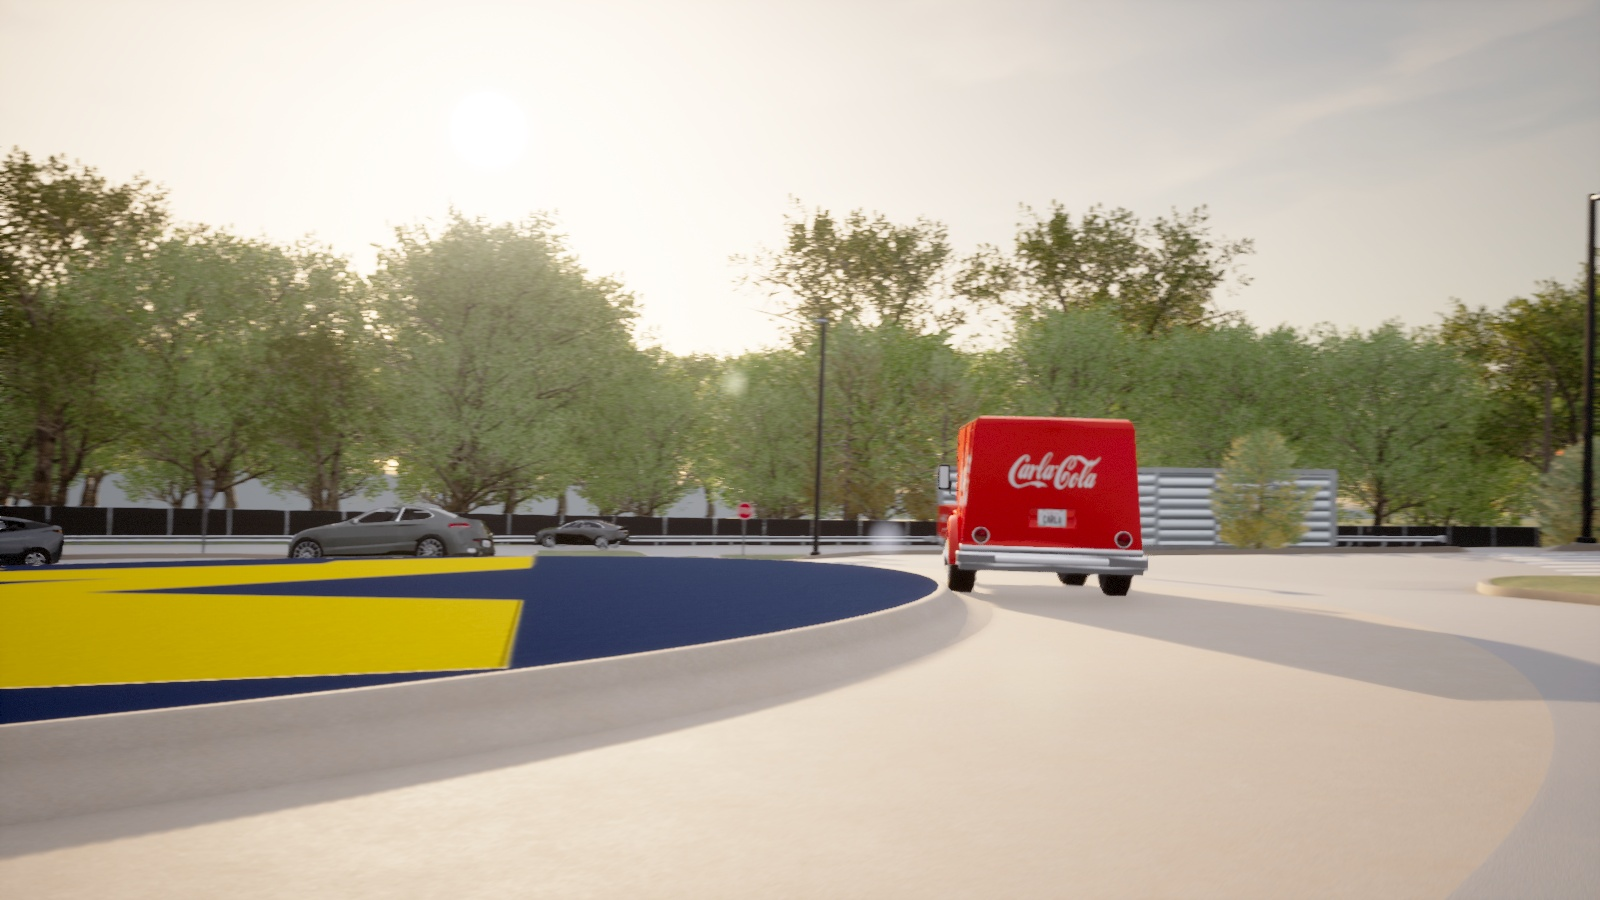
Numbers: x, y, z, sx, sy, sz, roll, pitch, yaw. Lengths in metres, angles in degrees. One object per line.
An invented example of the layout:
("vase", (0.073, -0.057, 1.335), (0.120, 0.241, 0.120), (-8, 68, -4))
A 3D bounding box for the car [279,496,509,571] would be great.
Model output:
("car", (-10.176, 2.139, 31.661), (5.027, 1.651, 2.152), (-2, -8, 10))

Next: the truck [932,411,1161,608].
("truck", (3.443, 0.844, 18.767), (2.627, 2.467, 5.204), (1, -2, 3))

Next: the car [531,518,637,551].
("car", (-11.081, 4.341, 64.584), (4.902, 1.511, 2.128), (0, -2, 11))

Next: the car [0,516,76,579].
("car", (-21.019, 2.452, 31.489), (2.007, 1.525, 4.514), (-1, -2, 38))

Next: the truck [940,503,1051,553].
("truck", (10.271, 4.072, 66.063), (5.204, 2.467, 2.627), (1, -1, -10))
